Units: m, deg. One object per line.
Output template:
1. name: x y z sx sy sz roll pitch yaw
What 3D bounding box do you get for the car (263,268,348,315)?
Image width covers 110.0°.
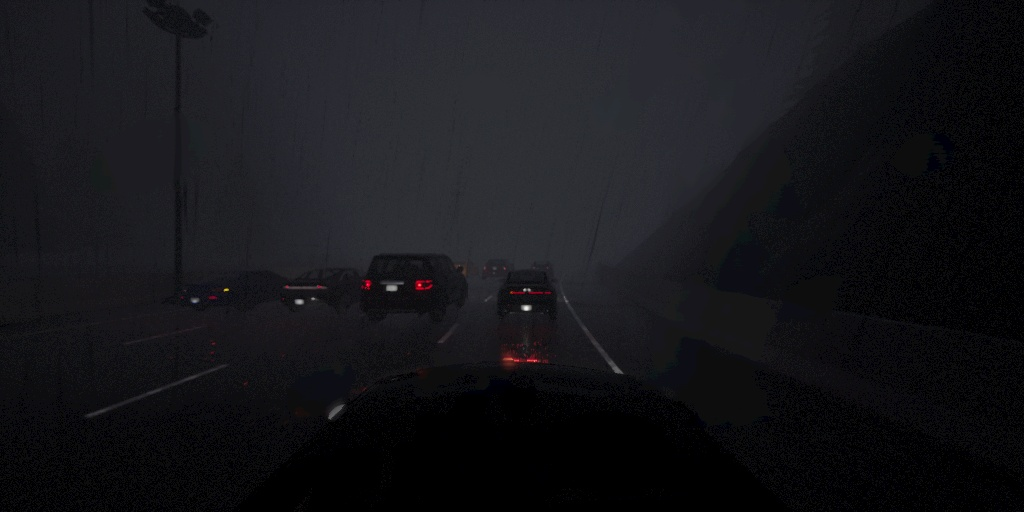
1. car: -6.398 1.190 13.465 2.128 1.511 4.902 0 0 4

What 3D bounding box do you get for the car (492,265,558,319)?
1. car: 0.559 1.218 12.617 1.837 1.490 4.892 0 0 3

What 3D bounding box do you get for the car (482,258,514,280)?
1. car: -1.008 1.003 29.833 2.097 1.767 4.553 0 0 9

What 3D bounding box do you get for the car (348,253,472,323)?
1. car: -2.995 0.930 12.101 2.150 2.045 5.566 0 0 3

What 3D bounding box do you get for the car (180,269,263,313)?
1. car: -9.904 1.218 13.670 1.812 1.442 4.674 0 0 3

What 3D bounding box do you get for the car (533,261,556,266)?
1. car: 2.586 1.147 30.196 2.128 1.511 4.902 0 0 9

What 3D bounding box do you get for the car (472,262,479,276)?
1. car: -4.273 1.117 31.609 1.882 1.535 5.008 0 0 9
